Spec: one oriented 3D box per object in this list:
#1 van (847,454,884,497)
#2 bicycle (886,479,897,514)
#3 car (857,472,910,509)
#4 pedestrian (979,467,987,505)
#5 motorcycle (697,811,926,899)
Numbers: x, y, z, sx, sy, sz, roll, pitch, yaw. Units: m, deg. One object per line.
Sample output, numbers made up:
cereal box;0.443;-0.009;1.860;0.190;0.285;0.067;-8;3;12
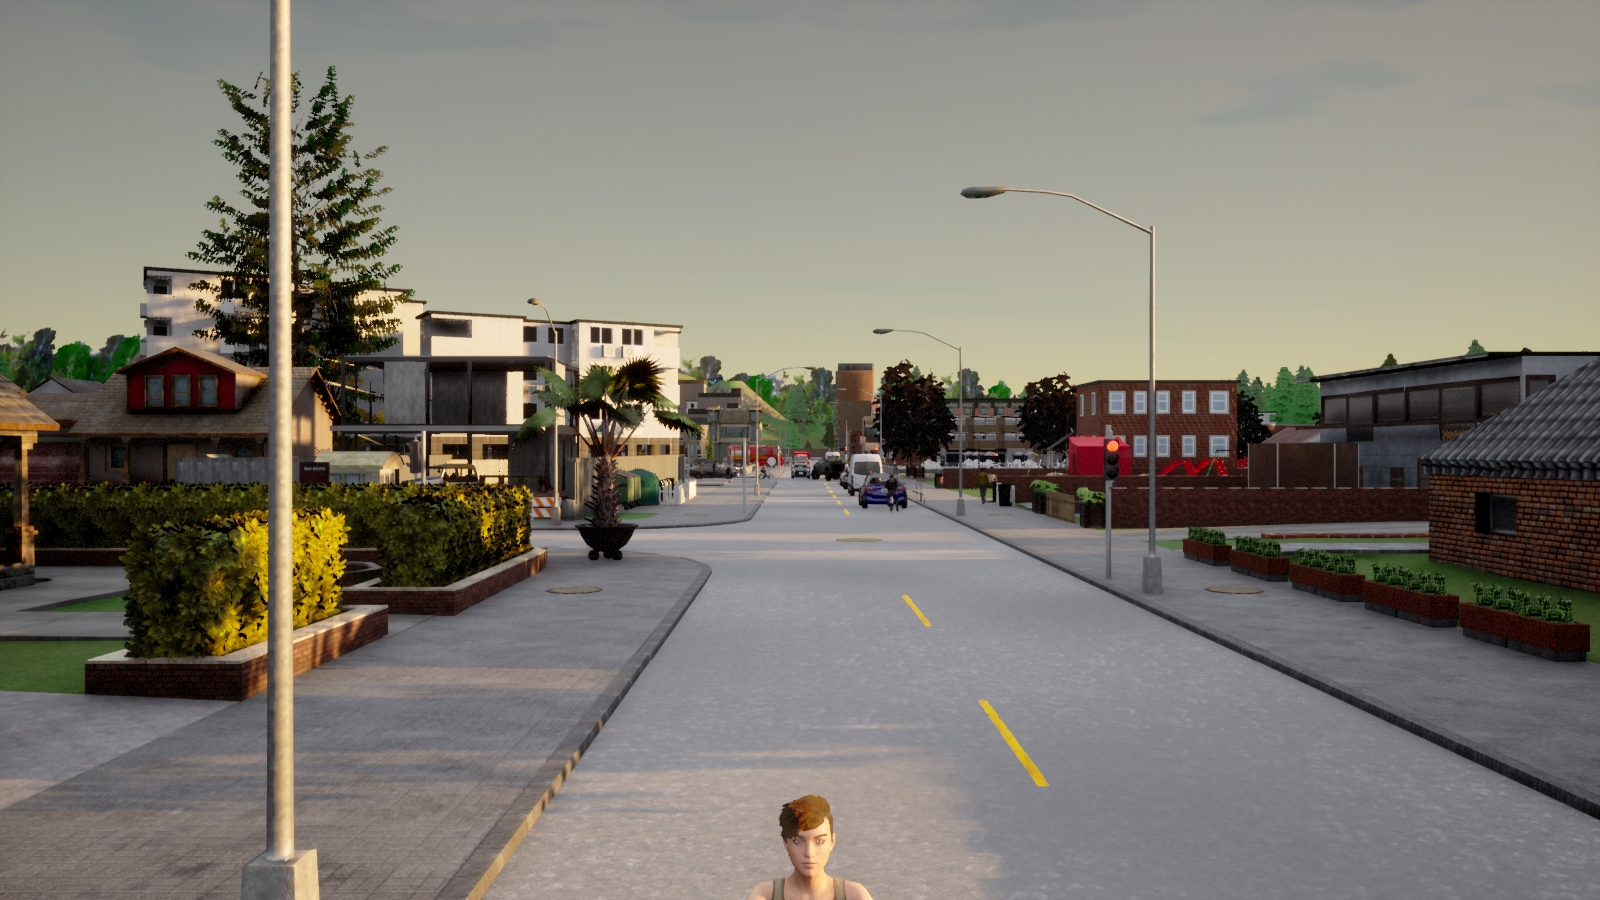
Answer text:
van;4.045;1.534;71.355;1.988;2.561;5.915;0;0;0
bicycle;4.077;2.060;50.936;0.329;1.471;1.835;0;0;0
car;4.046;1.967;56.171;2.242;1.667;4.611;0;0;0
pedestrian;8.929;1.744;55.806;0.375;1.860;0.375;0;0;13
motorcycle;0.039;2.155;3.558;0.764;1.307;2.356;0;0;0
